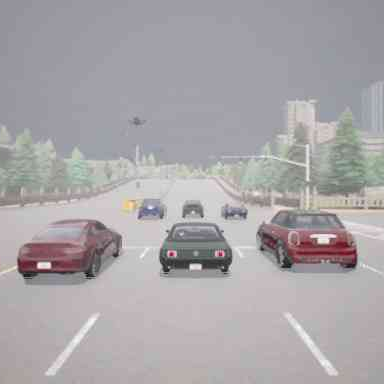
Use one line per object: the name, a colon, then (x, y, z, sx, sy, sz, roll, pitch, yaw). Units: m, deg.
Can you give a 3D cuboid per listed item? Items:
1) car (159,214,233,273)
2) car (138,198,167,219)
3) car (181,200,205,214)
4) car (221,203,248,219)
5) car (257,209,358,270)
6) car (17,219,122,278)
car: (0.098, 1.598, 10.626, 1.895, 1.301, 4.718, 0, 0, 0)
car: (-3.405, 1.344, 29.471, 2.097, 1.767, 4.553, 0, 0, 0)
car: (0.094, 1.497, 31.245, 1.837, 1.490, 4.892, 0, 0, 0)
car: (3.595, 1.593, 29.067, 1.895, 1.301, 4.718, 0, 0, 0)
car: (3.599, 1.349, 11.226, 2.097, 1.767, 4.553, 0, 0, 0)
car: (-3.404, 1.523, 9.961, 1.812, 1.442, 4.674, 0, 0, 0)
